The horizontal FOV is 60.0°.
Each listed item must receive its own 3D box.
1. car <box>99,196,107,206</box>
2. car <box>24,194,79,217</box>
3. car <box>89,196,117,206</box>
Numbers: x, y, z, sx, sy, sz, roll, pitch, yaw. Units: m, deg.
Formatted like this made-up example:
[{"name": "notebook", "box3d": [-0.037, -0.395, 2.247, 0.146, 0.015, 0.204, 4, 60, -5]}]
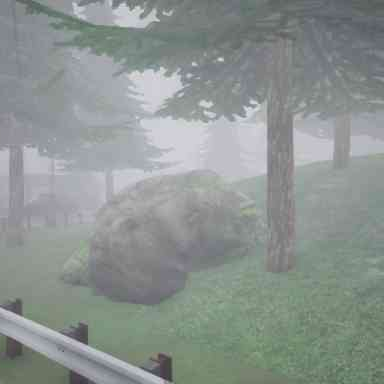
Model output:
[{"name": "car", "box3d": [-12.714, 1.564, 50.141, 4.181, 1.385, 1.994, 0, 0, 37]}, {"name": "car", "box3d": [-12.271, 1.206, 28.083, 2.150, 2.045, 5.566, 0, 0, 36]}, {"name": "car", "box3d": [-15.058, 1.478, 56.416, 5.008, 1.535, 1.882, 0, 0, 36]}]
